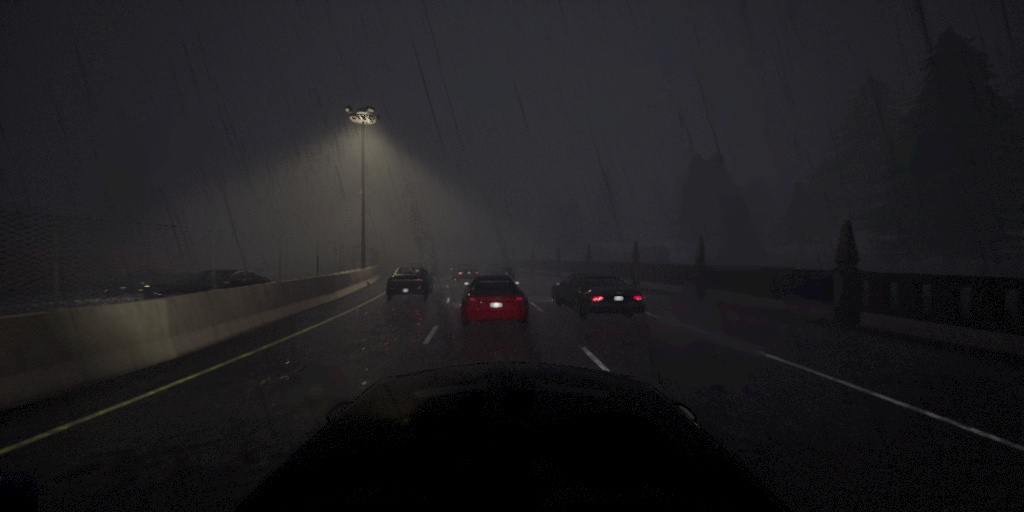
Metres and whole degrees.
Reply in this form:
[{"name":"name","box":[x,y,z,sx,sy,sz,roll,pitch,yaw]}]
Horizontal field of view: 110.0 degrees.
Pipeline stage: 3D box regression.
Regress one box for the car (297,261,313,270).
[{"name":"car","box":[-32.261,1.457,55.799,1.994,1.385,4.181,0,0,-35]}]

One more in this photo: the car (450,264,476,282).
[{"name":"car","box":[-3.900,1.322,29.369,2.033,1.411,5.357,0,0,-16]}]

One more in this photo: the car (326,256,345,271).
[{"name":"car","box":[-26.189,1.090,53.096,2.150,2.045,5.566,0,0,-32]}]

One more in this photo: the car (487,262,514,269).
[{"name":"car","box":[-1.075,1.290,31.968,1.812,1.442,4.674,0,0,-16]}]

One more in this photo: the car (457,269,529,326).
[{"name":"car","box":[-0.639,1.320,11.860,1.994,1.385,4.181,0,0,-6]}]

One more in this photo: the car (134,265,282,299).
[{"name":"car","box":[-11.708,1.291,14.420,2.128,1.511,4.902,0,0,-8]}]

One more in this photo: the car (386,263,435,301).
[{"name":"car","box":[-4.967,1.266,17.829,2.128,1.511,4.902,0,0,-9]}]

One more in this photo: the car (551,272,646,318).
[{"name":"car","box":[2.831,1.290,12.961,2.033,1.411,5.357,0,0,-7]}]

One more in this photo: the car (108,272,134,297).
[{"name":"car","box":[-19.762,1.397,19.743,1.994,1.385,4.181,0,0,-13]}]

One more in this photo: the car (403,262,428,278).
[{"name":"car","box":[-9.541,1.362,35.311,1.994,1.385,4.181,0,0,-20]}]
